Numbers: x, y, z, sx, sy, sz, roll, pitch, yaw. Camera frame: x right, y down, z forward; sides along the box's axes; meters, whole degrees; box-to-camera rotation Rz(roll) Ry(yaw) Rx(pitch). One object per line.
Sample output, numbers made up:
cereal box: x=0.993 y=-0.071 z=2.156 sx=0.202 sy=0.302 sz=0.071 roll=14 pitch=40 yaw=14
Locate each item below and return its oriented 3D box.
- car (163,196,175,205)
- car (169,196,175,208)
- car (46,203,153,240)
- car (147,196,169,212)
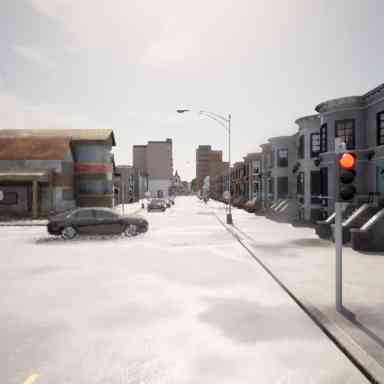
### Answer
car: x=-4.041 y=1.525 z=58.792 sx=1.812 sy=1.442 sz=4.674 roll=0 pitch=0 yaw=1
car: x=-4.079 y=1.547 z=48.987 sx=2.033 sy=1.411 sz=5.357 roll=0 pitch=0 yaw=0
car: x=-4.668 y=1.507 z=16.693 sx=4.892 sy=1.490 sz=1.837 roll=-1 pitch=1 yaw=-17
car: x=-4.090 y=1.505 z=39.237 sx=1.837 sy=1.490 sz=4.892 roll=0 pitch=0 yaw=0
